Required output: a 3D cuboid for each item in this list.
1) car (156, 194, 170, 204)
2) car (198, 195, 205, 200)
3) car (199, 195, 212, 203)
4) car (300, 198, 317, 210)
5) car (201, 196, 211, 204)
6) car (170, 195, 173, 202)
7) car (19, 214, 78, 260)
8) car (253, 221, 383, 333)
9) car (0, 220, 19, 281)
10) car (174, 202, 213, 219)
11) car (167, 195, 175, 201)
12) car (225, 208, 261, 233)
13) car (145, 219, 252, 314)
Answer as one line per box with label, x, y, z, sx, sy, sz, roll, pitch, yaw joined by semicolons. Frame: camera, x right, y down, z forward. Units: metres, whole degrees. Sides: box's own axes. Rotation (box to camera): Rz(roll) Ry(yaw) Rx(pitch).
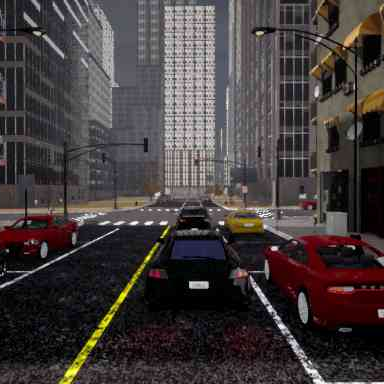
car;-5.639;1.542;61.412;1.887;1.381;4.507;-1;0;0
car;2.774;1.582;94.760;1.802;1.307;4.206;-1;0;0
car;2.740;1.437;61.403;1.967;1.590;4.097;-1;0;0
car;14.287;1.256;36.990;4.507;1.381;1.887;-1;1;0
car;2.747;1.523;67.132;1.752;1.417;4.829;-1;0;0
car;-5.635;1.313;66.972;2.192;1.841;5.009;-1;0;0
car;-5.687;1.543;12.376;1.887;1.381;4.507;-1;0;0
car;2.689;1.544;6.830;1.887;1.381;4.507;-1;0;0
car;-5.693;1.439;6.852;1.967;1.590;4.097;-1;0;0
car;0.094;1.503;17.698;1.837;1.490;4.892;0;0;-1
car;-5.612;1.544;89.209;1.887;1.381;4.507;-1;0;0
car;2.699;1.523;18.047;1.752;1.417;4.829;-1;0;0
car;0.111;1.563;7.714;1.994;1.385;4.181;0;0;0
